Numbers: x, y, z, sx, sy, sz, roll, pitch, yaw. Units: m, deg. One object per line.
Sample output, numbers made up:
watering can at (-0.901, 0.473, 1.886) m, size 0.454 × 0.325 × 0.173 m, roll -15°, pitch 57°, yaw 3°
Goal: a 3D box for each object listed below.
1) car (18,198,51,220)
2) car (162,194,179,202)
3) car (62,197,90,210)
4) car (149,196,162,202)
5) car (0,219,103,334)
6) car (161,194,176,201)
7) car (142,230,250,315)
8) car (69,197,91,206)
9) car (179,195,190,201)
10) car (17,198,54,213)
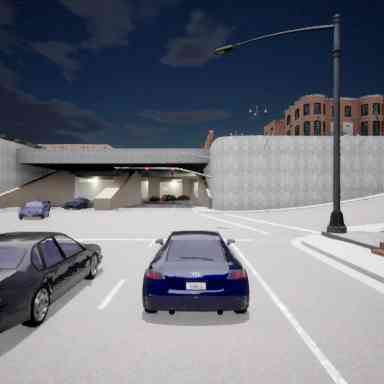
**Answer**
car at (-13.209, 1.526, 27.950) m, size 1.812 × 1.442 × 4.674 m, roll 0°, pitch 0°, yaw -16°
car at (-4.773, 1.355, 75.163) m, size 2.097 × 1.767 × 4.553 m, roll 0°, pitch 0°, yaw 6°
car at (-14.766, 1.547, 42.503) m, size 2.033 × 1.411 × 5.357 m, roll 0°, pitch 0°, yaw -2°
car at (-8.292, 1.540, 74.870) m, size 2.033 × 1.411 × 5.357 m, roll 0°, pitch 0°, yaw 6°
car at (-3.426, 1.547, 6.955) m, size 2.033 × 1.411 × 5.357 m, roll 0°, pitch 0°, yaw 0°
car at (-5.952, 1.355, 84.921) m, size 2.097 × 1.767 × 4.553 m, roll 0°, pitch 0°, yaw 24°
car at (0.075, 1.564, 7.653) m, size 1.994 × 1.385 × 4.181 m, roll 0°, pitch 0°, yaw 0°
car at (-18.583, 1.547, 55.365) m, size 2.033 × 1.411 × 5.357 m, roll 0°, pitch 0°, yaw -1°
car at (-2.146, 1.524, 84.959) m, size 1.812 × 1.442 × 4.674 m, roll 0°, pitch 0°, yaw 28°
car at (-18.156, 1.491, 38.939) m, size 2.128 × 1.511 × 4.902 m, roll 0°, pitch 0°, yaw -2°
